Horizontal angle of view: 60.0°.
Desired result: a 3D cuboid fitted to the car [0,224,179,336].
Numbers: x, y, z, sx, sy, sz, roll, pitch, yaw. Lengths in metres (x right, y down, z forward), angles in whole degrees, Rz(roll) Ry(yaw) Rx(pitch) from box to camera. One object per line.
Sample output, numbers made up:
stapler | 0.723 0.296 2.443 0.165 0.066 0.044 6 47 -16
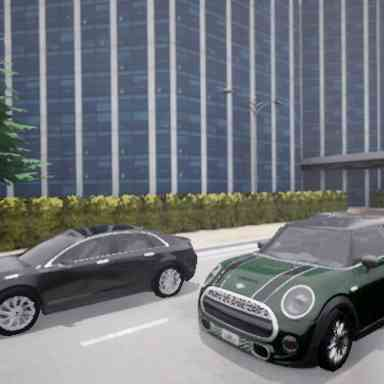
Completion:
car | -2.116 1.482 6.800 4.892 1.490 1.837 -1 0 -37

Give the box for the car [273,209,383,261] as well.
car | 5.328 1.449 12.478 4.718 1.301 1.895 -1 1 -37

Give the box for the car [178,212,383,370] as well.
car | 2.278 1.285 5.750 4.553 1.767 2.097 -1 1 -37
